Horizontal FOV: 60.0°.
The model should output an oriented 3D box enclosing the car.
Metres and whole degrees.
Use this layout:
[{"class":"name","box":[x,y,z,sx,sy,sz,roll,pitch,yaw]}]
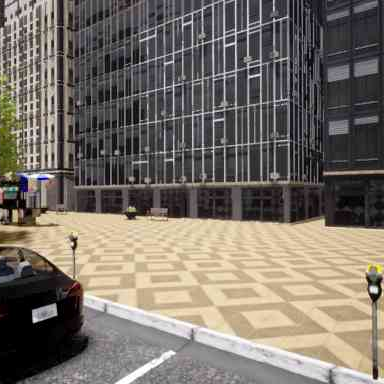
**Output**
[{"class":"car","box":[-3.553,1.566,5.418,4.313,1.339,1.947,0,0,36]}]
